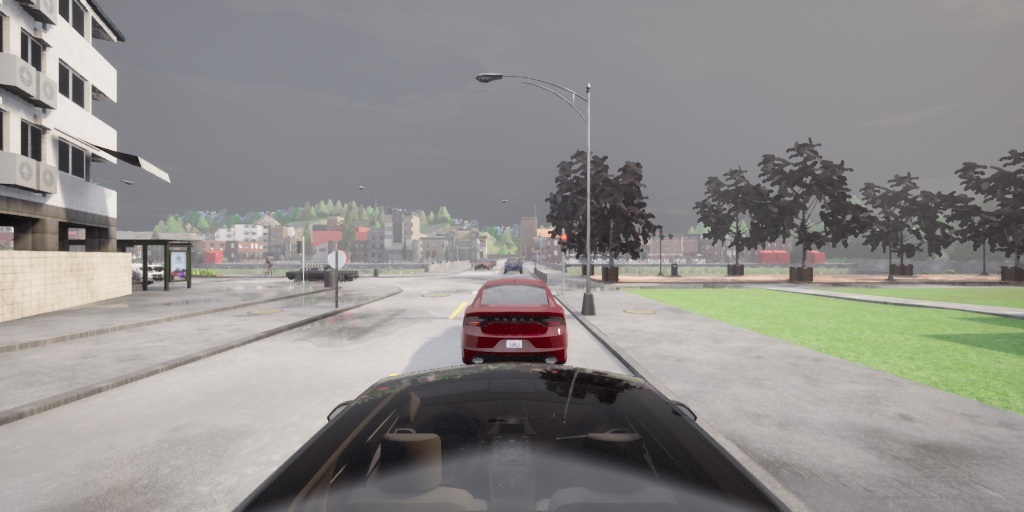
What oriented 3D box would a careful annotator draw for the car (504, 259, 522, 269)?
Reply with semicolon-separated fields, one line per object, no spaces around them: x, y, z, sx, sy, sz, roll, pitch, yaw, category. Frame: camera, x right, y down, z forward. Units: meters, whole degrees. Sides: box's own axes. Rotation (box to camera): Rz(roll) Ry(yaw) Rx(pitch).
0.136;1.101;43.168;2.097;1.767;4.553;0;0;0;car

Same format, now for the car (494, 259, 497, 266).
-4.040;1.240;59.536;2.128;1.511;4.902;0;0;0;car

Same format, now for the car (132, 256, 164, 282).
-29.103;0.971;26.905;5.566;2.045;2.150;0;0;0;car

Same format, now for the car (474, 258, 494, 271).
-4.061;1.101;50.292;2.097;1.767;4.553;0;0;0;car

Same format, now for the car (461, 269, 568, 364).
0.057;1.227;8.091;1.882;1.535;5.008;0;0;0;car

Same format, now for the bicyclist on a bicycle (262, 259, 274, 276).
-24.002;1.098;35.296;0.582;1.620;1.656;0;0;0;bicyclist on a bicycle

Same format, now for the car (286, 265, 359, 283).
-14.077;1.350;26.884;4.718;1.301;1.895;0;0;0;car
